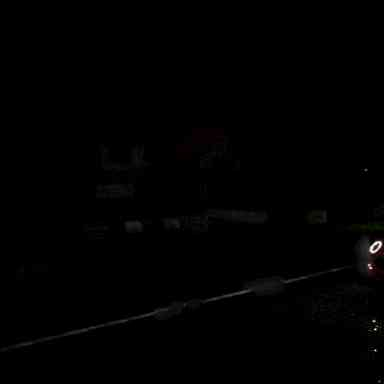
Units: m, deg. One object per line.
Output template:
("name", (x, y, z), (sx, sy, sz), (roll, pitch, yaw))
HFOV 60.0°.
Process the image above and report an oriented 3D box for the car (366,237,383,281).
("car", (6.495, 1.354, 8.621), (4.553, 1.767, 2.097), (0, 0, -35))
